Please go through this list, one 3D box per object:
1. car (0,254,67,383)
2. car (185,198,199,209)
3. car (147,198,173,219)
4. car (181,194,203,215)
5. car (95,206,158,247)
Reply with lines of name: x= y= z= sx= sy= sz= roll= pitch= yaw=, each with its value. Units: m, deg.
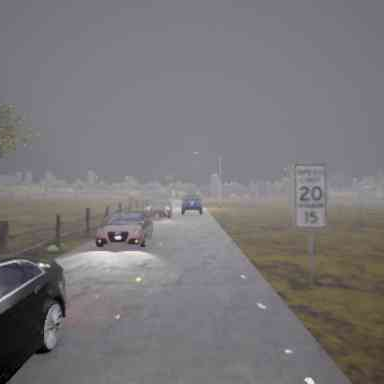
car: x=-2.819 y=1.491 z=3.289 sx=2.128 sy=1.511 sz=4.902 roll=0 pitch=0 yaw=-1
car: x=0.017 y=1.593 z=47.378 sx=1.994 sy=1.385 sz=4.181 roll=0 pitch=0 yaw=0
car: x=-2.827 y=1.358 z=29.542 sx=2.097 sy=1.767 sz=4.553 roll=0 pitch=0 yaw=0
car: x=-0.002 y=1.234 z=34.763 sx=2.150 sy=2.045 sz=5.566 roll=0 pitch=0 yaw=0
car: x=-2.847 y=1.561 z=14.779 sx=1.994 sy=1.385 sz=4.181 roll=0 pitch=0 yaw=0
